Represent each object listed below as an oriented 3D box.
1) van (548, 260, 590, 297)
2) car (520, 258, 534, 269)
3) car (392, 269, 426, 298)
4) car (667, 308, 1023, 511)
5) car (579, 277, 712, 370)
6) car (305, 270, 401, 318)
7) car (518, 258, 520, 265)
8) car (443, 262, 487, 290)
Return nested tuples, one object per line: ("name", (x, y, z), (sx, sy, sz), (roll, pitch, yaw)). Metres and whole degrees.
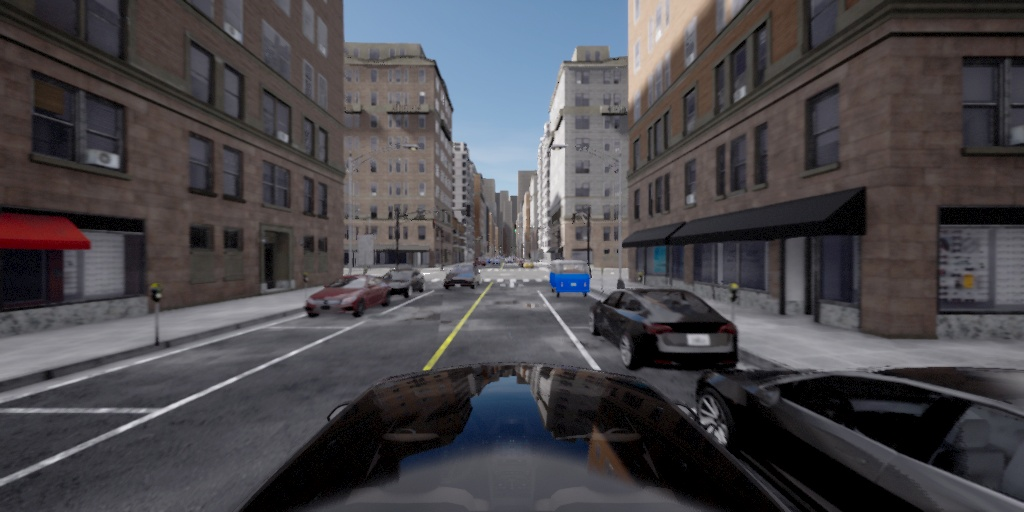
("van", (2.853, 1.096, 18.465), (1.690, 1.789, 3.998), (0, 0, 0))
("car", (2.639, 1.287, 57.824), (1.751, 1.417, 4.829), (0, 0, -1))
("car", (-5.672, 1.321, 18.454), (1.948, 1.339, 4.313), (0, 0, 0))
("car", (2.856, 1.316, 2.119), (1.948, 1.339, 4.313), (0, 0, 0))
("car", (2.855, 1.318, 7.567), (1.948, 1.339, 4.313), (0, 0, 0))
("car", (-5.671, 1.336, 13.002), (1.802, 1.307, 4.207), (0, 0, 0))
("car", (2.564, 1.201, 63.179), (1.967, 1.591, 4.097), (0, 0, -1))
("car", (-3.037, 1.305, 22.939), (2.033, 1.411, 5.357), (0, 0, 1))
